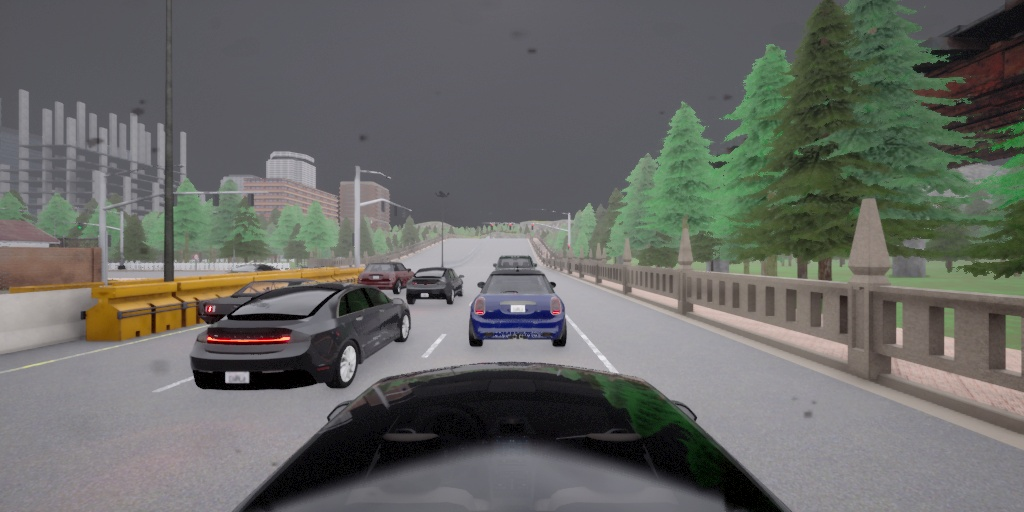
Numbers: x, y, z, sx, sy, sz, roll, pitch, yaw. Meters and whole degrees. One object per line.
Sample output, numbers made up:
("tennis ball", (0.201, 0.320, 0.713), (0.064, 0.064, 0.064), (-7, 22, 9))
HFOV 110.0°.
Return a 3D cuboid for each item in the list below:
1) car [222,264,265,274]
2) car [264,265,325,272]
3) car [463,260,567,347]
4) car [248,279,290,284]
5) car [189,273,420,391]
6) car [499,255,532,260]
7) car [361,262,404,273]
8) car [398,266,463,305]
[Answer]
("car", (-17.412, 1.279, 23.996), (1.812, 1.442, 4.674), (0, 0, 0))
("car", (-13.910, 1.262, 24.107), (1.895, 1.301, 4.718), (0, 0, 0))
("car", (0.129, 1.101, 9.492), (2.097, 1.767, 4.553), (0, 0, 0))
("car", (-6.860, 1.350, 11.172), (1.895, 1.301, 4.718), (0, 0, 0))
("car", (-3.381, 1.254, 6.854), (1.837, 1.490, 4.892), (0, 0, 0))
("car", (0.169, 0.971, 18.982), (2.150, 2.045, 5.566), (0, 0, 0))
("car", (-6.873, 1.100, 20.165), (2.097, 1.767, 4.553), (0, 0, -1))
("car", (-3.342, 1.254, 16.175), (1.837, 1.490, 4.892), (0, 0, 0))
